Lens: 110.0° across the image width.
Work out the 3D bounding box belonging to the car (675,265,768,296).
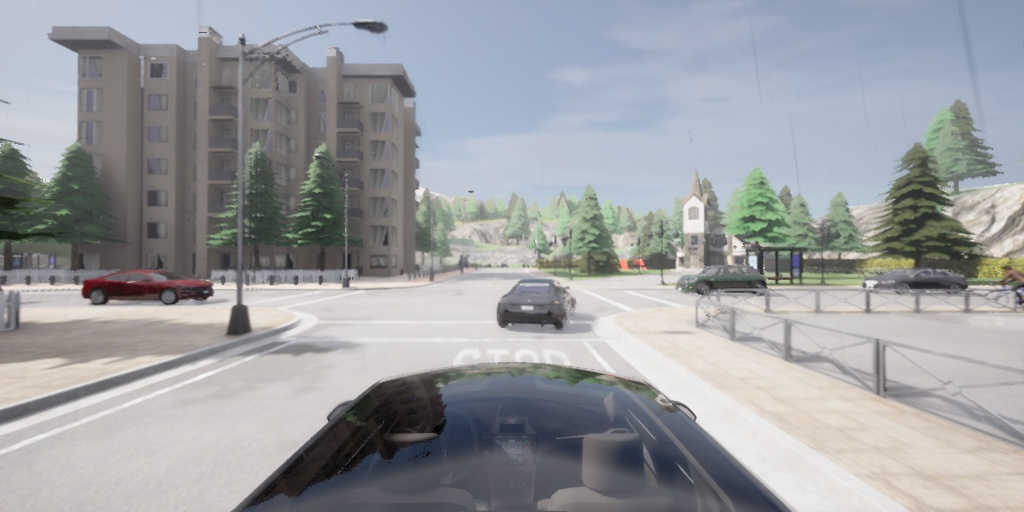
[{"bbox_3d":[11.849,1.306,20.558,4.553,1.767,2.097,0,-1,-1],"label":"car"}]

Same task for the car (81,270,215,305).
[{"bbox_3d":[-16.644,1.391,16.573,5.008,1.535,1.882,0,-1,-1],"label":"car"}]

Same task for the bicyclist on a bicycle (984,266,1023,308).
[{"bbox_3d":[18.394,1.181,13.142,0.582,1.620,1.656,0,-1,-1],"label":"bicyclist on a bicycle"}]

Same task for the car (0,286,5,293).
[{"bbox_3d":[-26.550,1.439,16.477,4.674,1.442,1.812,0,-1,0],"label":"car"}]

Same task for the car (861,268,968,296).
[{"bbox_3d":[23.073,1.447,20.666,4.902,1.511,2.128,0,-1,-1],"label":"car"}]

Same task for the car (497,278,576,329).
[{"bbox_3d":[0.918,1.423,11.800,1.994,1.385,4.181,0,-1,14],"label":"car"}]
